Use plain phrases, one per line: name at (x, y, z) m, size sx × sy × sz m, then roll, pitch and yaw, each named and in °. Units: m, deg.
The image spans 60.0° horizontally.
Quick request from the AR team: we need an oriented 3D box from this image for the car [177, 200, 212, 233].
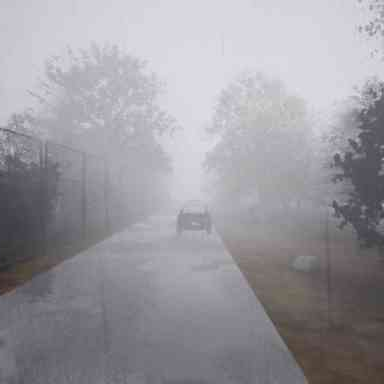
car at (0.123, 1.481, 19.718) m, size 1.882 × 1.535 × 5.008 m, roll 0°, pitch 0°, yaw 0°
